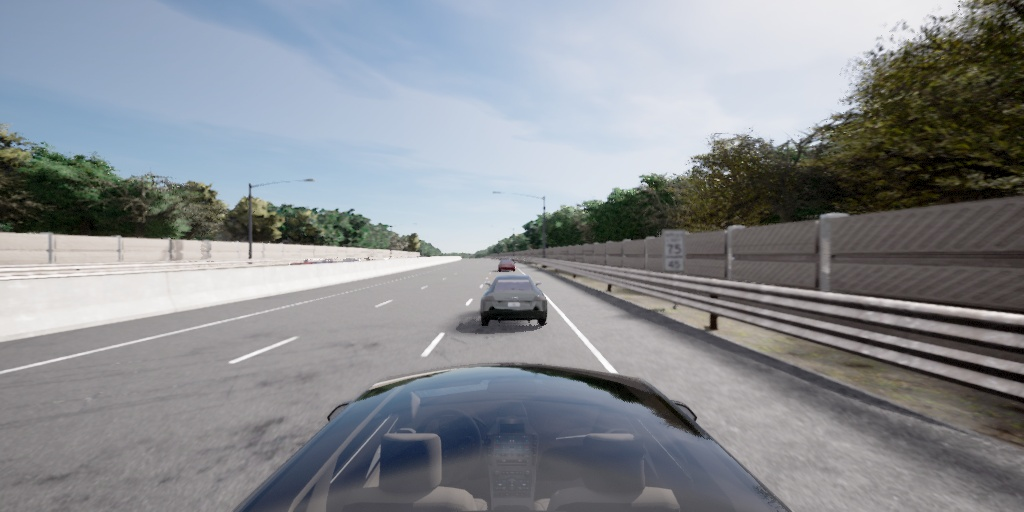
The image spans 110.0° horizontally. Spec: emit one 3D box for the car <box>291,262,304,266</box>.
[{"bbox_3d":[-25.397,1.088,44.608,1.895,1.301,4.718,0,1,-2],"label":"car"}]

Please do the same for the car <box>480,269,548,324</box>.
[{"bbox_3d":[0.040,1.303,11.882,1.994,1.385,4.181,0,0,-1],"label":"car"}]

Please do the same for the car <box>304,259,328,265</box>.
[{"bbox_3d":[-21.801,1.083,41.778,1.994,1.385,4.181,0,1,-2],"label":"car"}]

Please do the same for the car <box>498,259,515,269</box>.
[{"bbox_3d":[-0.684,1.084,44.012,1.994,1.385,4.181,0,1,-2],"label":"car"}]

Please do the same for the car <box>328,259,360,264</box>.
[{"bbox_3d":[-18.246,1.065,40.142,1.812,1.442,4.674,0,1,-2],"label":"car"}]
